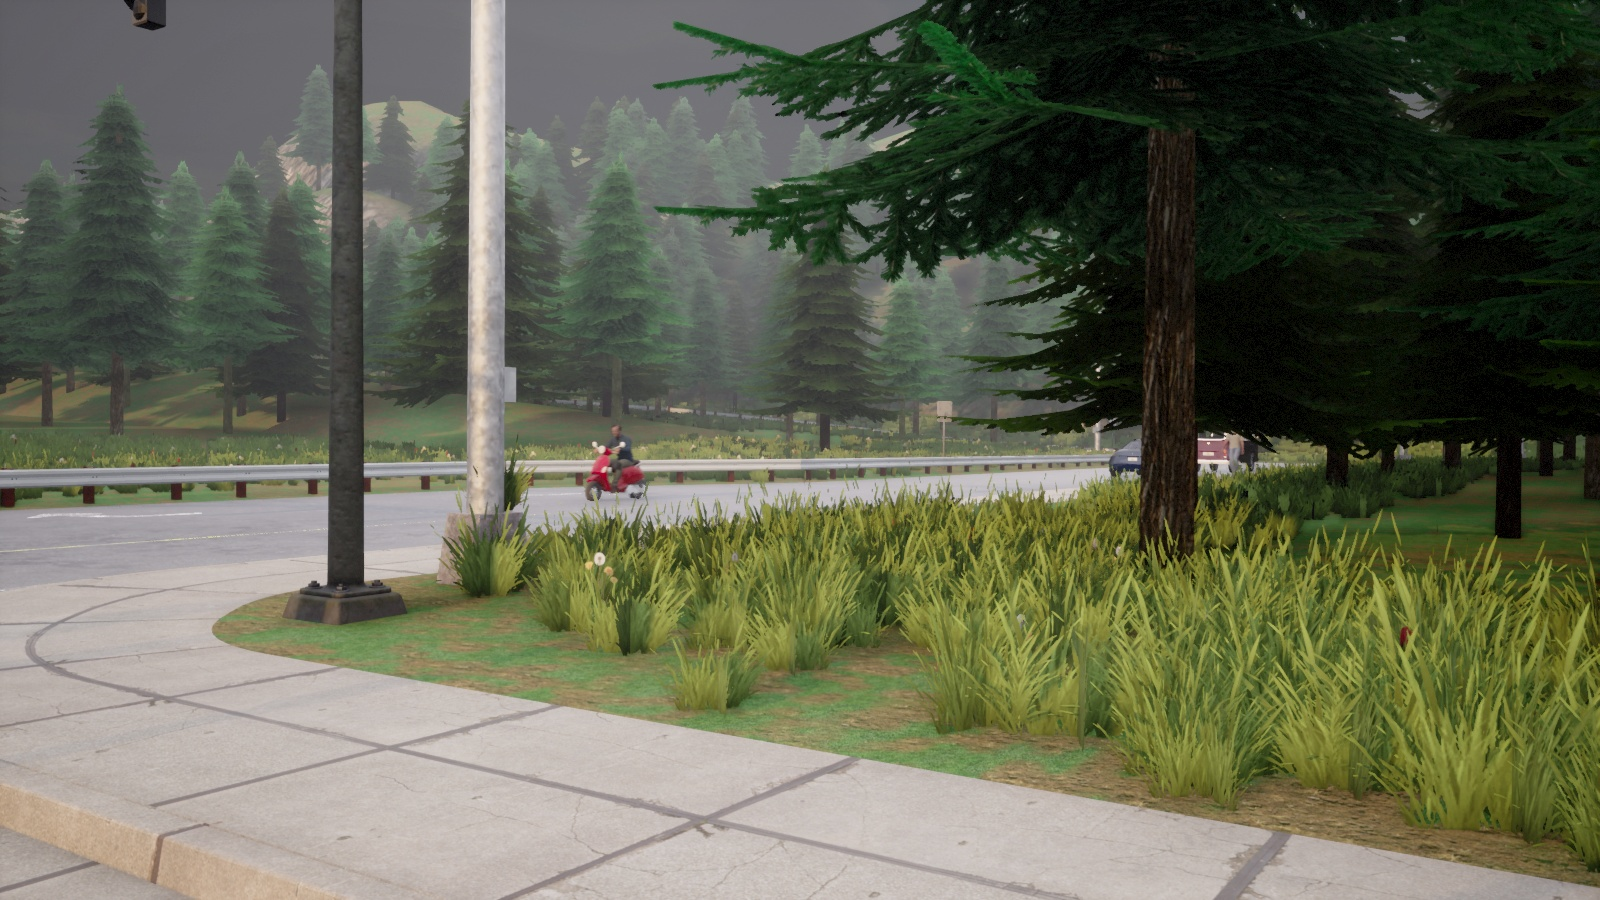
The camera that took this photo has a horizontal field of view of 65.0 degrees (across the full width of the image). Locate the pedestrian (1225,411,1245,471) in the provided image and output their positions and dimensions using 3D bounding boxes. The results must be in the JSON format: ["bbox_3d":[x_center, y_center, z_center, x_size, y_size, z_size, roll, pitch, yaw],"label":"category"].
[{"bbox_3d":[13.414,-0.283,38.713,0.354,1.836,0.706,0,1,37],"label":"pedestrian"}]

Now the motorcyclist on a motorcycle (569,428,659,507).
[{"bbox_3d":[-3.838,0.337,26.053,0.866,1.590,1.817,0,1,33],"label":"motorcyclist on a motorcycle"}]

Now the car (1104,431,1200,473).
[{"bbox_3d":[12.544,0.046,44.617,1.994,1.385,4.181,0,1,35],"label":"car"}]

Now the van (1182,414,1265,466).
[{"bbox_3d":[17.456,-0.436,51.694,2.069,2.038,4.480,0,1,35],"label":"van"}]
